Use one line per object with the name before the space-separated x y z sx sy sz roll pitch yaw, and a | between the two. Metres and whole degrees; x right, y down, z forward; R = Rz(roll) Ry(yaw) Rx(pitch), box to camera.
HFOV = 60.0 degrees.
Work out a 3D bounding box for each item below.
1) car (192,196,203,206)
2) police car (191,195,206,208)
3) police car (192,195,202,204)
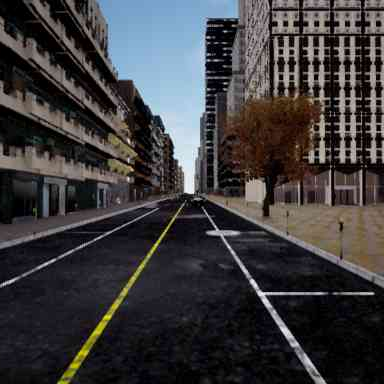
car | 0.899 1.427 55.988 1.801 1.575 5.366 0 0 0
police car | 0.899 1.406 45.905 1.930 1.638 5.238 0 0 0
police car | 0.899 1.397 61.908 1.930 1.638 5.238 0 0 0
